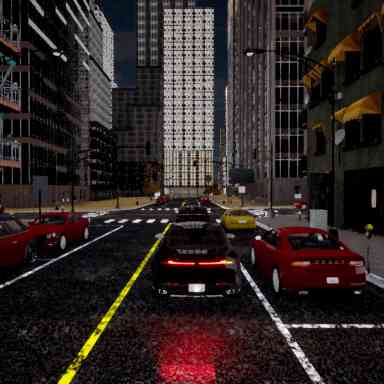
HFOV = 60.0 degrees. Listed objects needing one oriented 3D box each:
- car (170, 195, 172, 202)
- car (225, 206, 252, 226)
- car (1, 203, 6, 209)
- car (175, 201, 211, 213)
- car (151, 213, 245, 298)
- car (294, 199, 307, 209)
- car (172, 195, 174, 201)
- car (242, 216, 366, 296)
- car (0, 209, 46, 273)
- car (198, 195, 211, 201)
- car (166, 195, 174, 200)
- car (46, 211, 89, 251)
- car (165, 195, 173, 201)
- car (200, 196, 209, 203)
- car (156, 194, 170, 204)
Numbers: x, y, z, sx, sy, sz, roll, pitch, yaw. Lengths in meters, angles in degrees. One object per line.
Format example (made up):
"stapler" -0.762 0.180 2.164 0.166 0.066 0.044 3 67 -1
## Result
"car" -5.824 1.312 68.667 2.192 1.841 5.009 -1 0 0
"car" 2.646 1.523 19.765 1.752 1.417 4.829 -1 0 0
"car" -23.916 1.745 38.348 4.097 1.590 1.967 -1 1 -1
"car" 0.063 1.475 18.751 1.882 1.535 5.008 0 0 0
"car" 0.083 1.503 8.478 1.837 1.490 4.892 0 0 0
"car" 14.182 1.255 38.741 4.507 1.381 1.887 -1 1 -1
"car" -5.834 1.312 74.227 2.192 1.841 5.009 -1 0 0
"car" 2.667 1.543 8.548 1.887 1.381 4.507 -1 0 0
"car" -5.715 1.439 8.547 1.967 1.590 4.097 -1 0 0
"car" 2.567 1.437 63.121 1.967 1.590 4.097 -1 0 0
"car" -5.862 1.543 90.904 1.887 1.381 4.507 -1 0 0
"car" -5.724 1.543 14.071 1.887 1.381 4.507 -1 0 0
"car" -5.852 1.523 85.175 1.752 1.417 4.829 -1 0 0
"car" 2.558 1.522 68.851 1.752 1.417 4.829 -1 0 0
"car" -5.812 1.541 63.107 1.887 1.381 4.507 -1 0 0
